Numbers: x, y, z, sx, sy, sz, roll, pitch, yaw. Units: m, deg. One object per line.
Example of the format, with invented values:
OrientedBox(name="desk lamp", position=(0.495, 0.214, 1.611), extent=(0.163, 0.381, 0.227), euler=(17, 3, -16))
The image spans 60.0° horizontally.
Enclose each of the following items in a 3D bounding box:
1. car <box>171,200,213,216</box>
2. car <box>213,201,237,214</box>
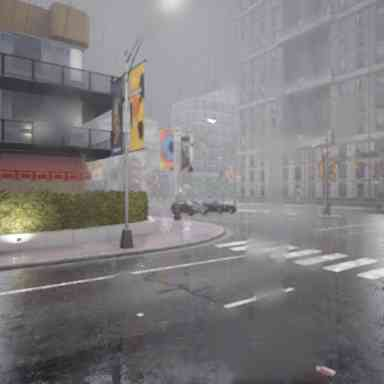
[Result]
OrientedBox(name="car", position=(-0.349, 1.485, 32.295), extent=(1.812, 1.442, 4.674), euler=(0, 0, -35))
OrientedBox(name="car", position=(2.500, 1.553, 34.327), extent=(1.895, 1.301, 4.718), euler=(0, 0, -35))
